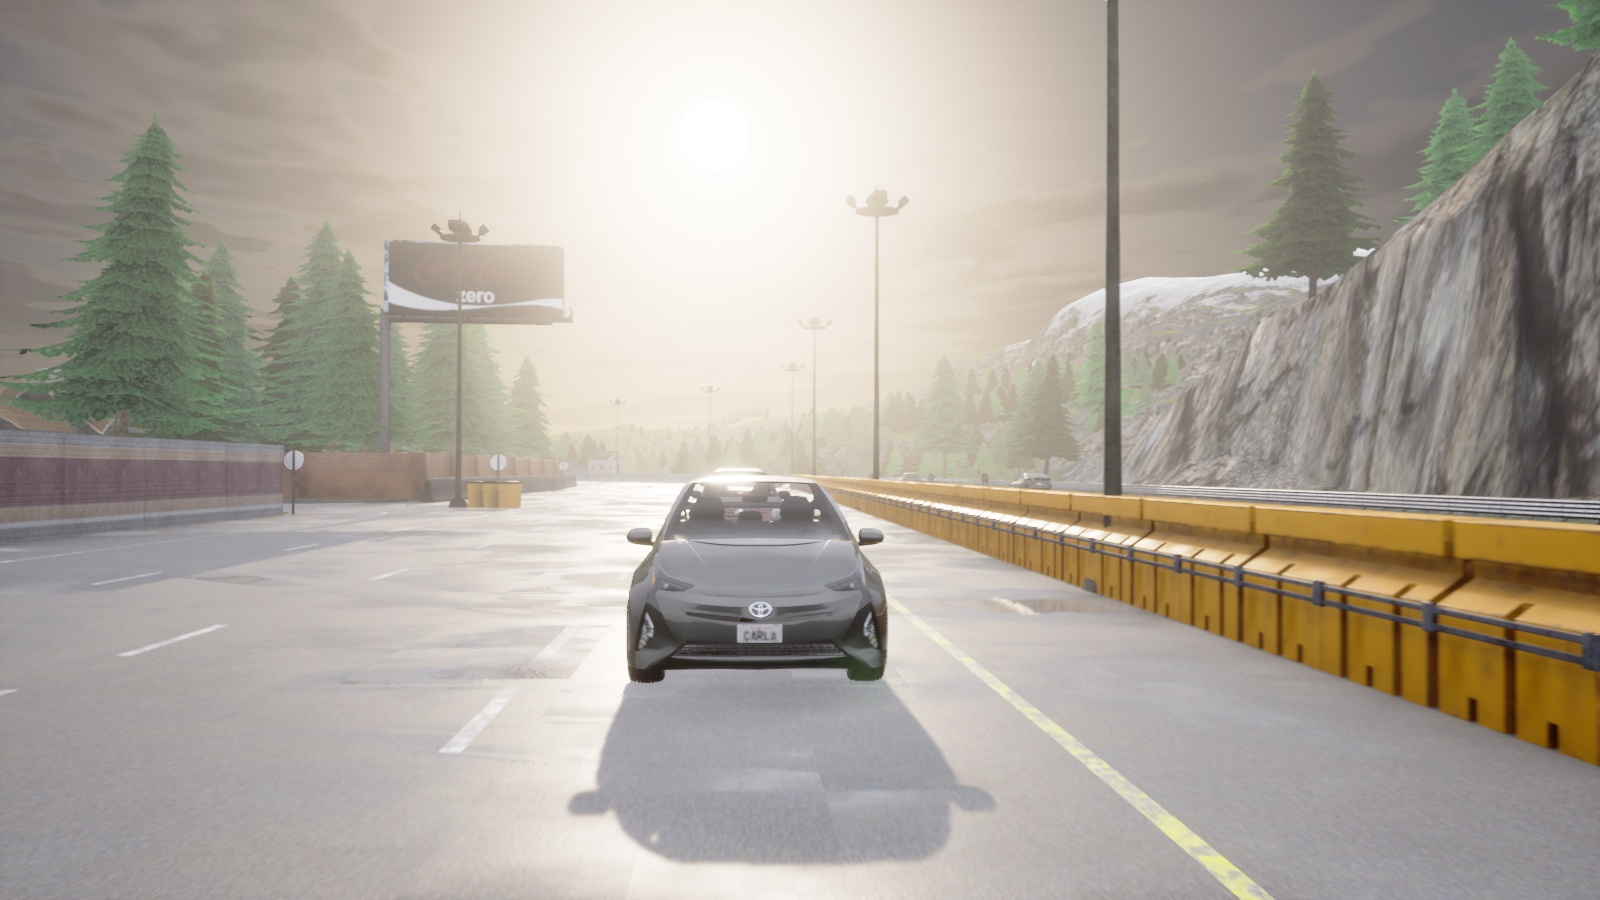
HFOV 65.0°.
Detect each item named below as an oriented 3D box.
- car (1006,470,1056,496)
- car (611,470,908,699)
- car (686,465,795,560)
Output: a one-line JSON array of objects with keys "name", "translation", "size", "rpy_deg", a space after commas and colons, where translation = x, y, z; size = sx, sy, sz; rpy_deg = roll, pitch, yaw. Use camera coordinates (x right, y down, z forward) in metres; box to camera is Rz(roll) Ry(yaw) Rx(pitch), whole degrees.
[{"name": "car", "translation": [13.913, 1.973, 75.959], "size": [2.007, 1.525, 4.514], "rpy_deg": [0, -1, -3]}, {"name": "car", "translation": [-0.396, 0.943, 10.765], "size": [2.007, 1.525, 4.514], "rpy_deg": [0, -1, -3]}, {"name": "car", "translation": [-1.133, 1.112, 23.521], "size": [1.851, 1.617, 3.988], "rpy_deg": [0, -1, -3]}]
